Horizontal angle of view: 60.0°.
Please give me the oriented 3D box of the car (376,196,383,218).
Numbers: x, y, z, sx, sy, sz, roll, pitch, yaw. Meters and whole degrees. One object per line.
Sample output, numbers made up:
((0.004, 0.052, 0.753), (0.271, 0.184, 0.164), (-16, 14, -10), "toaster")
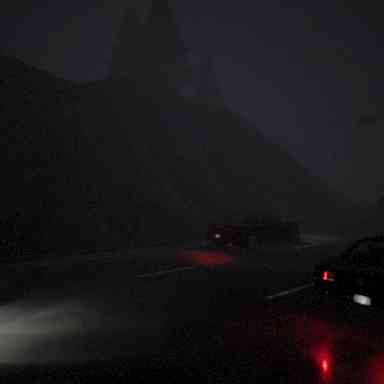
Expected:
((19.234, 1.414, 31.960), (2.150, 2.045, 5.566), (0, 0, 38), "car")

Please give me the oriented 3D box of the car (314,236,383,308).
((4.772, 1.646, 7.366), (4.718, 1.301, 1.895), (0, -1, -39), "car")

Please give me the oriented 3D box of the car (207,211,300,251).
((2.911, 1.615, 14.987), (5.008, 1.535, 1.882), (0, 0, -41), "car")
